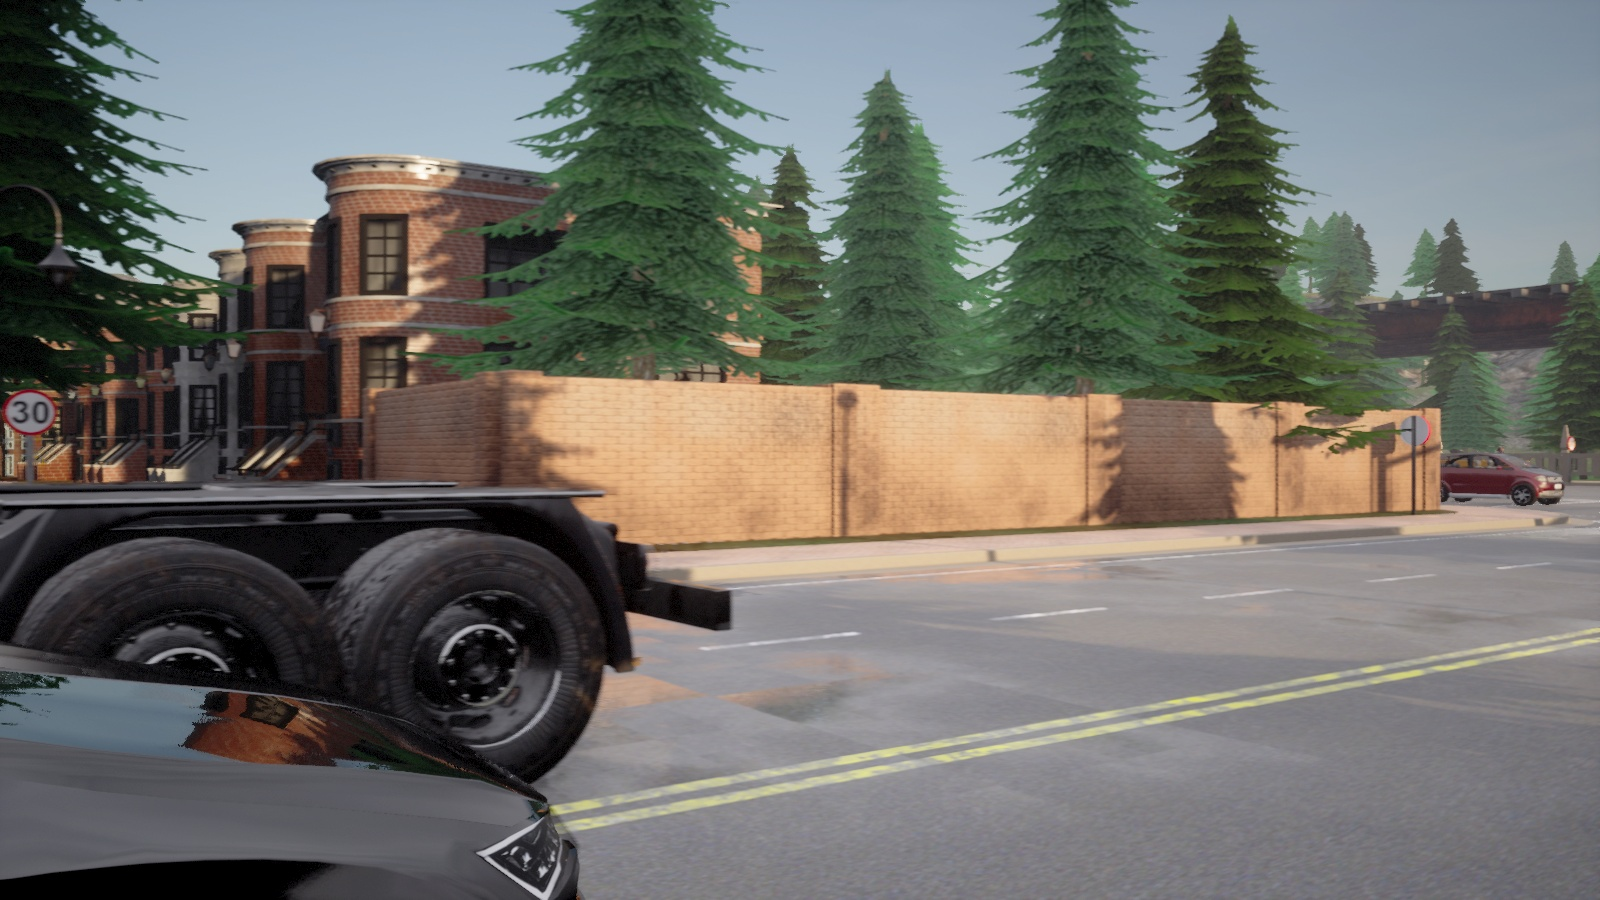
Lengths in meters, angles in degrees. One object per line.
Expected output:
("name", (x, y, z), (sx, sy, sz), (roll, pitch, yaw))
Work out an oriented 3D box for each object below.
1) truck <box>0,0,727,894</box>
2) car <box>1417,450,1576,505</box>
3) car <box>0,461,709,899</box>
("truck", (-4.432, -0.216, 4.842), (7.936, 3.462, 2.891), (0, 0, -35))
("car", (20.671, 0.771, 37.387), (1.789, 1.549, 3.705), (0, 0, -35))
("car", (-2.416, 0.768, 1.977), (4.193, 1.474, 1.816), (0, 0, -35))
